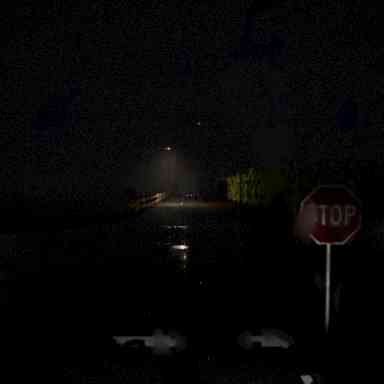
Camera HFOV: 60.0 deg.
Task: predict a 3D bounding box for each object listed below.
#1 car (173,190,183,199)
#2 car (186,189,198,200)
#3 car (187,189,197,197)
[{"bbox_3d":[-2.679,0.466,65.635,1.837,1.490,4.892,0,2,0],"label":"car"},{"bbox_3d":[0.066,0.613,61.045,1.837,1.490,4.892,0,2,0],"label":"car"},{"bbox_3d":[0.078,0.119,71.449,2.033,1.411,5.357,0,2,0],"label":"car"}]
